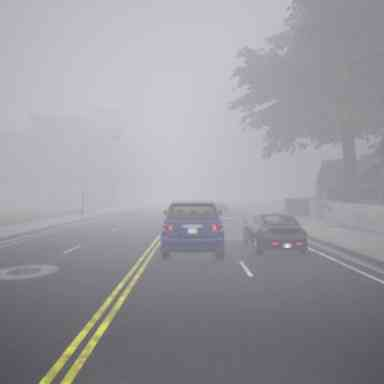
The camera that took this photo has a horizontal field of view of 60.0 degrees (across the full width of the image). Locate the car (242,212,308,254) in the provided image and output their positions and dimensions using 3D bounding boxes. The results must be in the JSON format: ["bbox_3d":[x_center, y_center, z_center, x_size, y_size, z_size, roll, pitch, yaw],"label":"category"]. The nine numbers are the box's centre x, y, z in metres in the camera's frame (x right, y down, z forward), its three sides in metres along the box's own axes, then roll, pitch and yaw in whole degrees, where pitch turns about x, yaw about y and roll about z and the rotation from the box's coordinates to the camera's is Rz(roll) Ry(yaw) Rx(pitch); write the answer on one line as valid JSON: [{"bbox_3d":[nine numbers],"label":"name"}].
[{"bbox_3d":[3.293,1.598,13.837,1.837,1.490,4.892,0,0,0],"label":"car"}]

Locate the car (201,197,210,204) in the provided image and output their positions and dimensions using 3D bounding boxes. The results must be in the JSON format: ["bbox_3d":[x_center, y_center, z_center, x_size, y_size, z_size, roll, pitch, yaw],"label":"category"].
[{"bbox_3d":[3.252,1.963,79.899,1.812,1.442,4.674,0,0,0],"label":"car"}]

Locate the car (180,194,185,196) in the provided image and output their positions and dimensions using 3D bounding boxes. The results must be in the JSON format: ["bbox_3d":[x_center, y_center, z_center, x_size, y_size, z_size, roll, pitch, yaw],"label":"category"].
[{"bbox_3d":[-3.248,1.955,94.953,1.994,1.385,4.181,0,0,0],"label":"car"}]

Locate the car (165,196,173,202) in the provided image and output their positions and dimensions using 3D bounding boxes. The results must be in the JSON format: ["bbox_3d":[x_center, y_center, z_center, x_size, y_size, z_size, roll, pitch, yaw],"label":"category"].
[{"bbox_3d":[-6.498,1.942,94.952,2.033,1.411,5.357,0,0,0],"label":"car"}]

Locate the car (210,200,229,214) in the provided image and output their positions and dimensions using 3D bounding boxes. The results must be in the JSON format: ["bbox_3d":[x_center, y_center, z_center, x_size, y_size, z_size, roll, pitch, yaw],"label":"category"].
[{"bbox_3d":[3.254,1.792,39.875,1.812,1.442,4.674,0,0,0],"label":"car"}]

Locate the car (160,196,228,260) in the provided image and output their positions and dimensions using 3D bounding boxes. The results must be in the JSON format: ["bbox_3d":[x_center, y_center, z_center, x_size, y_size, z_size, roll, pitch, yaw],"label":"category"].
[{"bbox_3d":[0.035,1.310,12.986,2.150,2.045,5.566,0,0,0],"label":"car"}]
